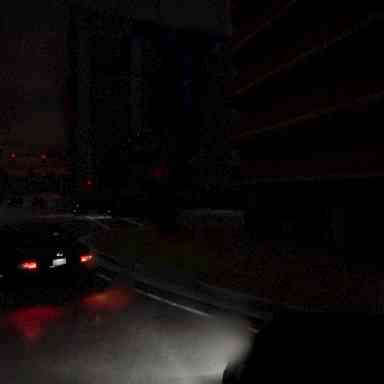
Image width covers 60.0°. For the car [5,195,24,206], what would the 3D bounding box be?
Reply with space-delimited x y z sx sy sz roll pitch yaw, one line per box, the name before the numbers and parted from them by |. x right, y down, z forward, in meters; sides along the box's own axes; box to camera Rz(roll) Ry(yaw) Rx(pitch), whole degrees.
car | -29.702 1.491 56.393 2.128 1.511 4.902 0 0 -23

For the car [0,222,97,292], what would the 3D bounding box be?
car | -4.408 1.547 9.102 2.033 1.411 5.357 0 0 -38

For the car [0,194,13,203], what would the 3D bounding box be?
car | -40.076 1.348 71.743 2.097 1.767 4.553 0 0 -23

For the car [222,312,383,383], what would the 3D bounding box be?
car | 2.800 1.547 2.071 5.357 1.411 2.033 0 0 35

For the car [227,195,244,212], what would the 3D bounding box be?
car | 7.024 1.276 40.494 5.566 2.045 2.150 0 0 -22

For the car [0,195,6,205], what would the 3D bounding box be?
car | -35.118 1.601 59.975 1.895 1.301 4.718 0 0 -23

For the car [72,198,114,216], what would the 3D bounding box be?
car | -9.706 1.403 33.592 4.553 1.767 2.097 0 0 -22

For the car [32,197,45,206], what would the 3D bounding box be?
car | -25.244 1.547 54.826 2.033 1.411 5.357 0 0 -23

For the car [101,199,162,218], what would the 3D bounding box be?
car | -5.484 1.603 31.425 5.357 1.411 2.033 0 0 -25
